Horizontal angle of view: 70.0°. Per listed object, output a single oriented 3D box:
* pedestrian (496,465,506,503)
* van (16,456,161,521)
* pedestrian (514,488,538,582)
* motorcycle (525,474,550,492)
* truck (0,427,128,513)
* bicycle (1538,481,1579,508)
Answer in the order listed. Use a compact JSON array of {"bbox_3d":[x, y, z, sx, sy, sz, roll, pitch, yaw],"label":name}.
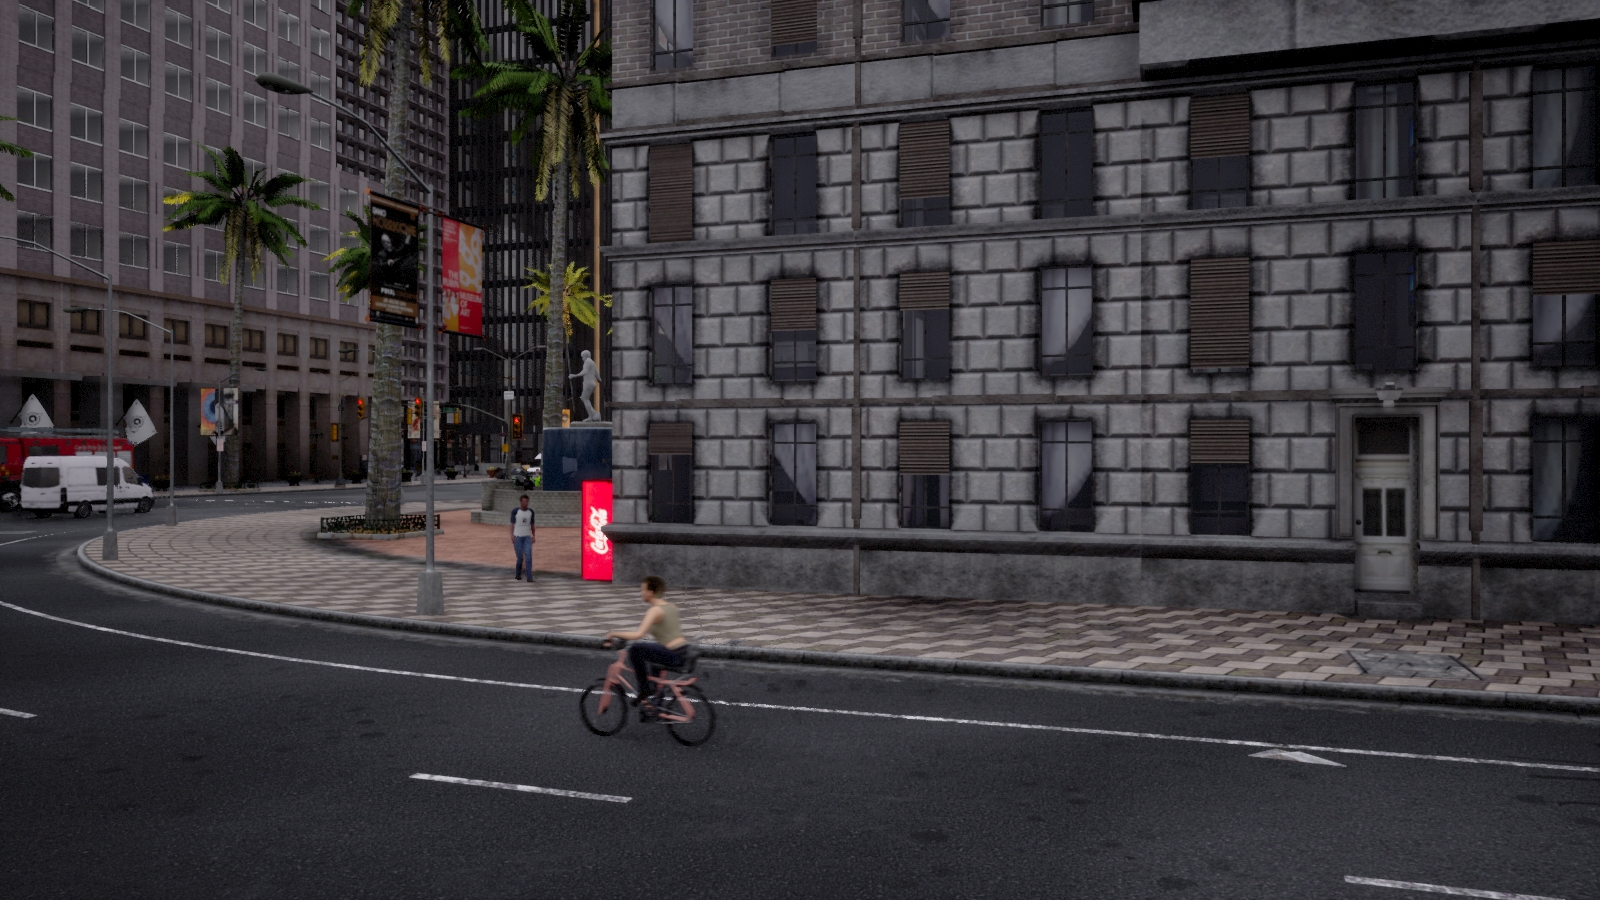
[{"bbox_3d":[-14.951,1.696,57.116,0.375,1.860,0.375,0,0,17],"label":"pedestrian"},{"bbox_3d":[-29.931,1.534,48.351,1.988,2.561,5.915,0,0,6],"label":"van"},{"bbox_3d":[-5.494,1.696,22.915,0.375,1.860,0.375,0,0,-30],"label":"pedestrian"},{"bbox_3d":[-17.703,2.213,76.981,0.803,1.145,2.033,0,0,-38],"label":"motorcycle"},{"bbox_3d":[-36.114,0.890,53.490,2.891,3.827,8.468,0,0,15],"label":"truck"},{"bbox_3d":[38.805,2.268,58.472,0.329,1.171,1.835,6,3,-14],"label":"bicycle"}]
